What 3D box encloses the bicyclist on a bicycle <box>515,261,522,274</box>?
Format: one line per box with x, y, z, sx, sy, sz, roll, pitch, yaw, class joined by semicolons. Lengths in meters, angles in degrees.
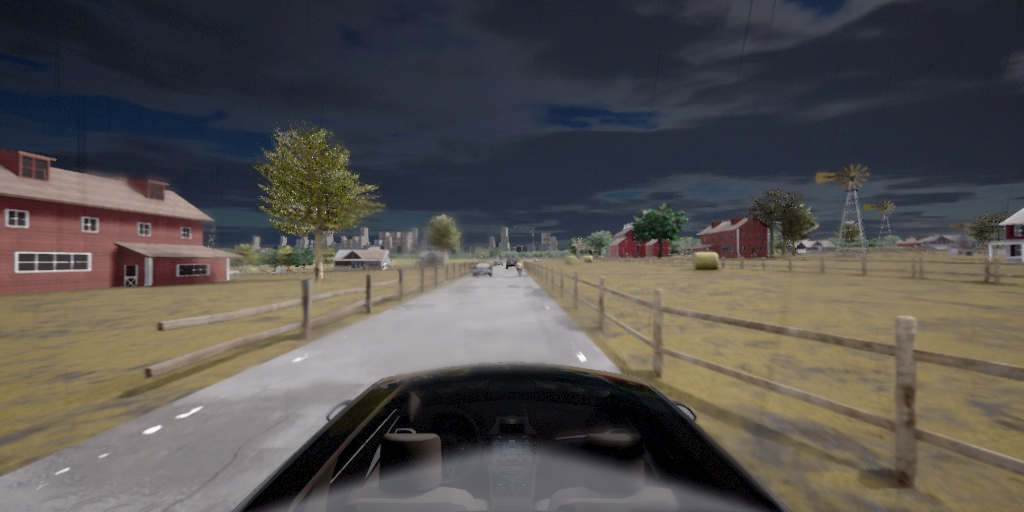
0.763;1.350;42.923;0.866;1.612;1.509;0;0;0;bicyclist on a bicycle

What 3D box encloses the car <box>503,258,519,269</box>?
-0.002;1.289;63.704;2.150;2.045;5.566;0;0;0;car

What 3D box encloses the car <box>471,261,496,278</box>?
-2.840;1.392;36.029;1.812;1.442;4.674;0;0;0;car

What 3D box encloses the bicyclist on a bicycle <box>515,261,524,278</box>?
0.775;1.292;34.433;0.866;1.612;1.509;0;0;0;bicyclist on a bicycle
